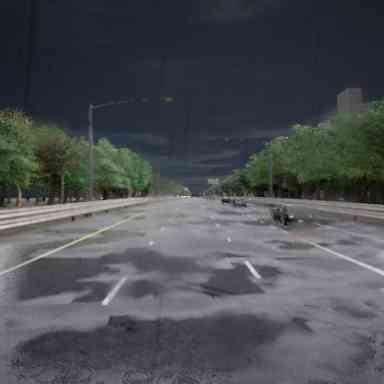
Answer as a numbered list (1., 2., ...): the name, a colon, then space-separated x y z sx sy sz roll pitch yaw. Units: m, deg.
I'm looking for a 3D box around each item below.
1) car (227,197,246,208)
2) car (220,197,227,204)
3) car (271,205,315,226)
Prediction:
1. car: 7.034 1.546 50.407 2.128 1.511 4.902 0 0 0
2. car: 7.120 1.697 70.800 1.882 1.535 5.008 0 -1 0
3. car: 6.985 1.602 23.573 1.895 1.301 4.718 0 0 0
